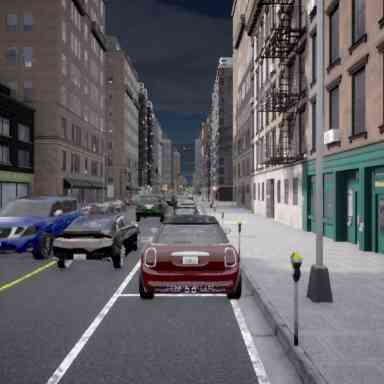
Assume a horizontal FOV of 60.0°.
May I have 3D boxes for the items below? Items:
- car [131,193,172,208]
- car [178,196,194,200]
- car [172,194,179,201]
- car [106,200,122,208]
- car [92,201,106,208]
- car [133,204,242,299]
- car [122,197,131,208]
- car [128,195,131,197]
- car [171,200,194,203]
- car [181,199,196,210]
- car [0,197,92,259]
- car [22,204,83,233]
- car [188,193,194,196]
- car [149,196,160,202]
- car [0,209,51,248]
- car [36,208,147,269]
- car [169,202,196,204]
[{"bbox_3d":[-3.044,1.219,26.253,2.150,2.045,5.566,0,0,0],"label":"car"},{"bbox_3d":[-0.383,1.519,37.181,1.752,1.417,4.829,0,0,0],"label":"car"},{"bbox_3d":[-2.923,1.212,42.546,2.150,2.045,5.566,0,0,0],"label":"car"},{"bbox_3d":[-8.408,1.548,31.607,2.008,1.369,4.403,0,0,0],"label":"car"},{"bbox_3d":[-8.408,1.581,26.194,1.802,1.307,4.206,0,0,0],"label":"car"},{"bbox_3d":[-0.033,1.352,8.620,2.097,1.767,4.553,0,0,0],"label":"car"},{"bbox_3d":[-8.408,1.545,37.020,2.008,1.369,4.403,0,0,0],"label":"car"},{"bbox_3d":[-8.408,1.302,47.845,2.192,1.841,5.009,0,0,0],"label":"car"},{"bbox_3d":[-0.383,1.565,26.185,1.947,1.339,4.313,0,0,0],"label":"car"},{"bbox_3d":[-0.383,1.572,42.423,1.802,1.307,4.206,0,0,0],"label":"car"},{"bbox_3d":[-5.869,1.221,12.741,2.150,2.045,5.566,0,0,0],"label":"car"},{"bbox_3d":[-8.408,1.525,20.611,1.752,1.417,4.829,0,0,0],"label":"car"},{"bbox_3d":[-0.382,1.395,90.663,1.967,1.590,4.097,0,0,0],"label":"car"},{"bbox_3d":[-8.408,1.521,74.308,2.008,1.369,4.403,0,0,0],"label":"car"},{"bbox_3d":[-8.408,1.566,15.368,1.947,1.339,4.313,0,0,0],"label":"car"},{"bbox_3d":[-2.923,1.488,11.102,2.128,1.511,4.902,0,0,0],"label":"car"},{"bbox_3d":[-0.383,1.566,20.772,1.947,1.339,4.313,0,0,0],"label":"car"}]
